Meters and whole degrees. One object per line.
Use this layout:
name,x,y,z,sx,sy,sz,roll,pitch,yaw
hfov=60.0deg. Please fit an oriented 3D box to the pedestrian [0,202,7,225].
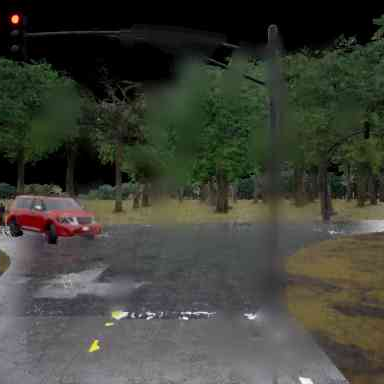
pedestrian,-15.239,1.718,26.749,0.375,1.860,0.375,0,-1,0

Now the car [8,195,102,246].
car,-6.642,1.192,15.839,5.566,2.045,2.150,0,-2,38
